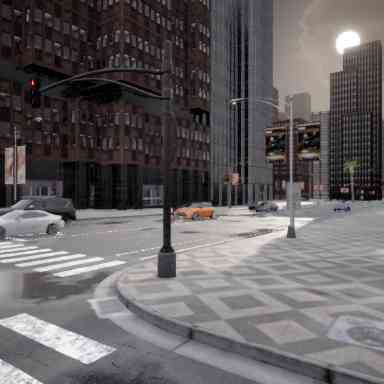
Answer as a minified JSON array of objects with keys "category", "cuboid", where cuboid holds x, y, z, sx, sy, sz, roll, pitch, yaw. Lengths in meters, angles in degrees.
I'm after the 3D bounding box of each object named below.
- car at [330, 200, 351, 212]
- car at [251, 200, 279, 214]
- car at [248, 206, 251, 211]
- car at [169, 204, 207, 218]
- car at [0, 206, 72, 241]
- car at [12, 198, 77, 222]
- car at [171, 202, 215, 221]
[{"category":"car","cuboid":[24.268,2.428,53.660,2.033,1.411,5.357,0,-1,34]},{"category":"car","cuboid":[10.280,2.156,45.421,1.837,1.490,4.892,0,-1,36]},{"category":"car","cuboid":[10.363,2.316,51.091,1.895,1.301,4.718,0,-1,36]},{"category":"car","cuboid":[-0.403,2.006,36.012,1.994,1.385,4.181,0,-1,35]},{"category":"car","cuboid":[-9.206,1.685,17.949,1.812,1.442,4.674,0,-1,35]},{"category":"car","cuboid":[-10.374,1.416,21.982,2.150,2.045,5.566,0,-1,36]},{"category":"car","cuboid":[0.323,1.749,31.414,2.097,1.767,4.553,0,-1,35]}]
